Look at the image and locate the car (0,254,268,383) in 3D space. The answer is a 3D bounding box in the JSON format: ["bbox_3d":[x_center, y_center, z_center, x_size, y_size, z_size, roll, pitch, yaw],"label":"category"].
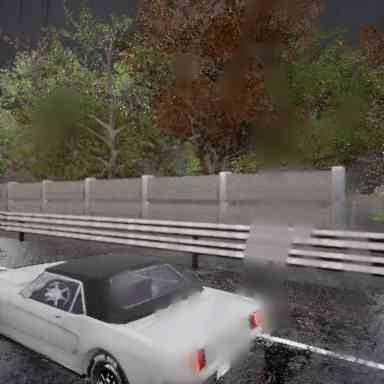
[{"bbox_3d":[-1.451,1.621,4.900,4.718,1.301,1.895,0,0,36],"label":"car"}]
